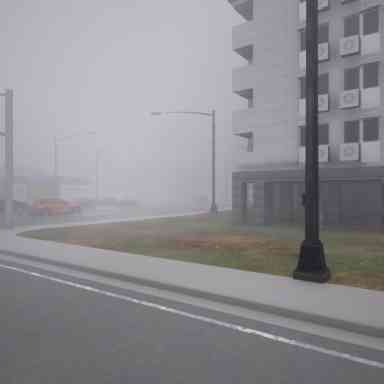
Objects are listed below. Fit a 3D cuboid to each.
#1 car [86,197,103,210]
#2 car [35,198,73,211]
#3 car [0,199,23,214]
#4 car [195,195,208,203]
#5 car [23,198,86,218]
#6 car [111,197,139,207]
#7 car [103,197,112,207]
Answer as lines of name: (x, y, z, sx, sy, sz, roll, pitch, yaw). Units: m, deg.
car: (-14.061, 1.492, 41.573, 2.128, 1.511, 4.902, 0, 0, 30)
car: (-17.577, 1.564, 42.491, 1.994, 1.385, 4.181, 0, 0, 31)
car: (-19.362, 1.478, 33.714, 1.882, 1.535, 5.008, 0, 0, 36)
car: (2.026, 1.353, 69.982, 2.097, 1.767, 4.553, 0, 0, -8)
car: (-12.591, 1.352, 30.729, 2.097, 1.767, 4.553, 0, 0, 36)
car: (-9.930, 1.601, 50.862, 1.895, 1.301, 4.718, 0, 0, 16)
car: (-13.356, 1.478, 51.663, 1.882, 1.535, 5.008, 0, 0, 16)
